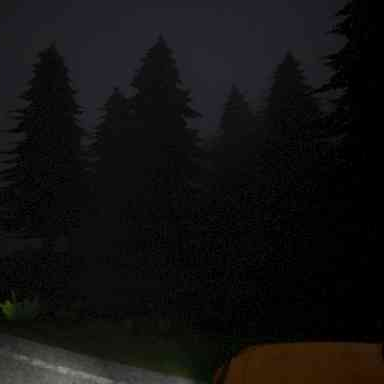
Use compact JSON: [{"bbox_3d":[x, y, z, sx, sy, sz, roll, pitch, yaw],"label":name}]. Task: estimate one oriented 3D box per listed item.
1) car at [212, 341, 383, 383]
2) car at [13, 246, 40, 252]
[{"bbox_3d":[2.723,1.699,2.385,5.366,1.575,1.801,2,-3,14],"label":"car"},{"bbox_3d":[-19.901,7.294,40.627,1.882,1.535,5.008,-2,-9,-1],"label":"car"}]
